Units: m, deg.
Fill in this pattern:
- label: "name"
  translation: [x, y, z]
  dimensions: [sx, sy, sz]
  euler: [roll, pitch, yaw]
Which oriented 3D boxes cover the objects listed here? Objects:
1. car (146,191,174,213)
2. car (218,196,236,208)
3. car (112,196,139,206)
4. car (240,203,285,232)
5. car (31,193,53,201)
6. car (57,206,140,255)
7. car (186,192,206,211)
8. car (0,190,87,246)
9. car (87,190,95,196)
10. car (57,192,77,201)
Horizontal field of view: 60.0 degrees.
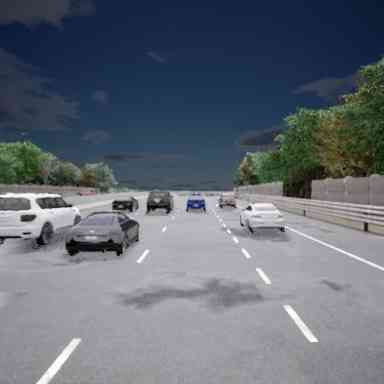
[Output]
- label: "car"
  translation: [-3.008, 0.893, 31.873]
  dimensions: [2.150, 2.045, 5.566]
  euler: [0, 1, 1]
- label: "car"
  translation: [4.063, 1.123, 38.619]
  dimensions: [2.033, 1.411, 5.357]
  euler: [0, 1, 2]
- label: "car"
  translation: [-6.495, 1.141, 32.872]
  dimensions: [1.882, 1.535, 5.008]
  euler: [0, 1, 1]
- label: "car"
  translation: [3.818, 1.346, 18.454]
  dimensions: [1.812, 1.442, 4.674]
  euler: [0, 1, 1]
- label: "car"
  translation: [-27.259, 0.880, 60.570]
  dimensions: [1.812, 1.442, 4.674]
  euler: [0, 1, 1]
- label: "car"
  translation: [-3.256, 1.447, 12.834]
  dimensions: [1.994, 1.385, 4.181]
  euler: [0, 1, 1]
- label: "car"
  translation: [0.436, 1.104, 35.132]
  dimensions: [1.882, 1.535, 5.008]
  euler: [0, 1, 1]
- label: "car"
  translation: [-6.734, 1.091, 14.613]
  dimensions: [2.150, 2.045, 5.566]
  euler: [0, 1, 1]
- label: "car"
  translation: [-20.218, 0.547, 63.392]
  dimensions: [2.150, 2.045, 5.566]
  euler: [0, 0, 1]
- label: "car"
  translation: [-23.714, 0.833, 63.267]
  dimensions: [1.837, 1.490, 4.892]
  euler: [0, 1, 1]
